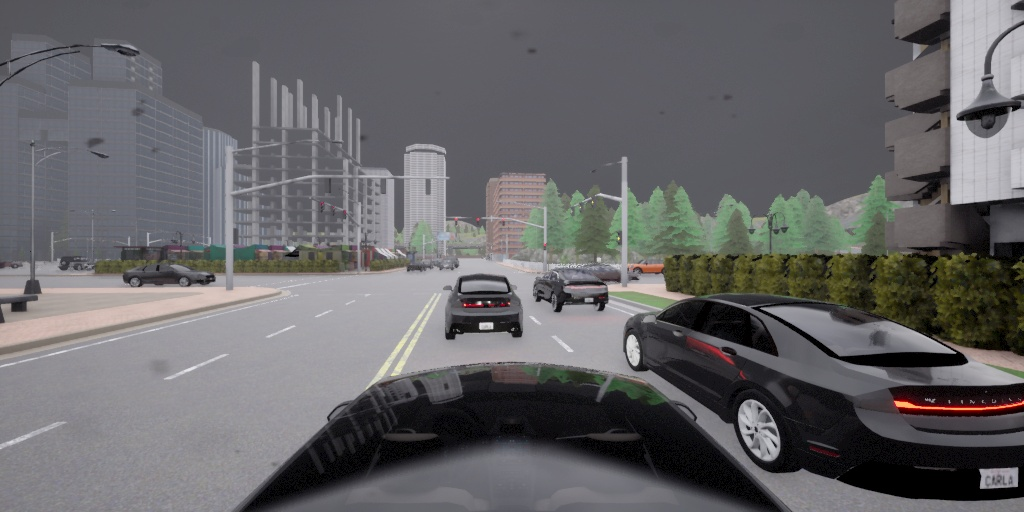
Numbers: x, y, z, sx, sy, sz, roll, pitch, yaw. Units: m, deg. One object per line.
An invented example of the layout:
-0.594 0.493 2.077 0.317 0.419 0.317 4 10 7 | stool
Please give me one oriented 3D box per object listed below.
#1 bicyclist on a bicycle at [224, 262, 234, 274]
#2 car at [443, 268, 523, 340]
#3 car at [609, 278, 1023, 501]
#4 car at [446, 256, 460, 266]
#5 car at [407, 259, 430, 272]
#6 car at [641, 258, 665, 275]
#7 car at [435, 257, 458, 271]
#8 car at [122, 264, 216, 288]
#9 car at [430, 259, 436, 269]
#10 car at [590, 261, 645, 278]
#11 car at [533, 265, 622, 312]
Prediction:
-29.516 1.011 37.408 0.582 1.620 1.656 0 5 -5 | bicyclist on a bicycle
-0.857 1.255 10.090 1.837 1.490 4.892 0 0 -7 | car
3.113 1.255 4.844 1.837 1.490 4.892 0 0 -4 | car
-10.153 0.971 59.864 2.150 2.045 5.566 0 0 -6 | car
-12.195 1.351 46.078 1.895 1.301 4.718 0 0 -4 | car
14.058 1.102 37.499 4.553 1.767 2.097 0 0 -5 | car
-9.059 1.242 50.064 2.128 1.511 4.902 0 0 -6 | car
-22.378 1.255 23.549 4.892 1.490 1.837 0 0 -5 | car
-13.169 1.255 55.317 1.837 1.490 4.892 0 0 -6 | car
6.433 1.297 26.088 5.357 1.411 2.033 0 0 -5 | car
2.140 1.242 14.205 2.128 1.511 4.902 0 0 -9 | car
